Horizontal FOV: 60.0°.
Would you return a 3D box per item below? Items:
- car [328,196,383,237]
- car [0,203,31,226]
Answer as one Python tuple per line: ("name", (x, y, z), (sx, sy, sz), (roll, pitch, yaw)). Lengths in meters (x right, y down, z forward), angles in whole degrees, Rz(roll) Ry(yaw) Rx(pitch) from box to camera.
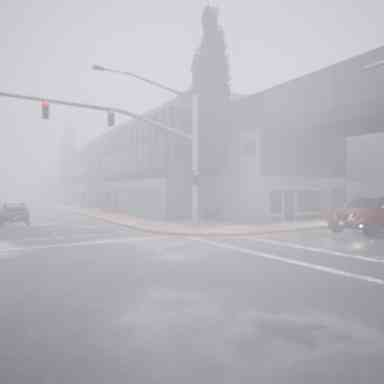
("car", (10.014, 1.250, 18.485), (5.566, 2.045, 2.150), (0, 0, -31))
("car", (-12.699, 1.512, 23.745), (2.128, 1.511, 4.902), (0, 0, -30))
